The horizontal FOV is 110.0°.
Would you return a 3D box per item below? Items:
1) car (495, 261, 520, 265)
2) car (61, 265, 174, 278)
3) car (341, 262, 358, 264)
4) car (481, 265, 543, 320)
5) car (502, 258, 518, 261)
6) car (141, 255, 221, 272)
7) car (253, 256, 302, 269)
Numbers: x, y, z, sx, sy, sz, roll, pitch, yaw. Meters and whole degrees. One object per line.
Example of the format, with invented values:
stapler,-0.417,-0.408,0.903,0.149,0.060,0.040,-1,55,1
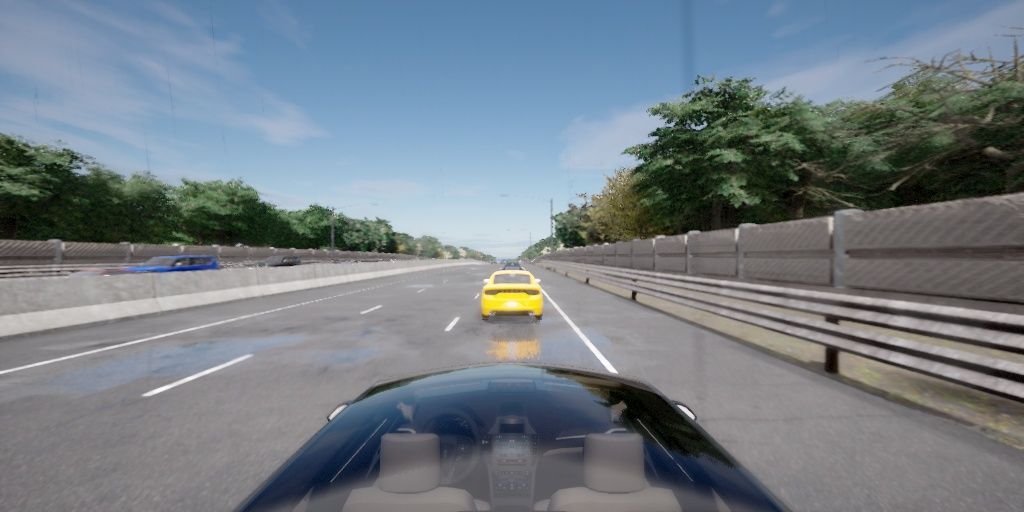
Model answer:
car,0.019,1.324,26.304,1.994,1.385,4.181,0,0,0
car,-17.577,1.278,15.200,1.812,1.442,4.674,0,0,0
car,-17.472,1.299,38.422,2.033,1.411,5.357,0,0,0
car,0.007,1.243,12.732,1.882,1.535,5.008,0,0,0
car,0.038,1.106,48.376,2.097,1.767,4.553,0,0,0
car,-21.078,0.973,22.350,2.150,2.045,5.566,0,0,0
car,-24.477,0.976,37.785,2.150,2.045,5.566,0,0,0
